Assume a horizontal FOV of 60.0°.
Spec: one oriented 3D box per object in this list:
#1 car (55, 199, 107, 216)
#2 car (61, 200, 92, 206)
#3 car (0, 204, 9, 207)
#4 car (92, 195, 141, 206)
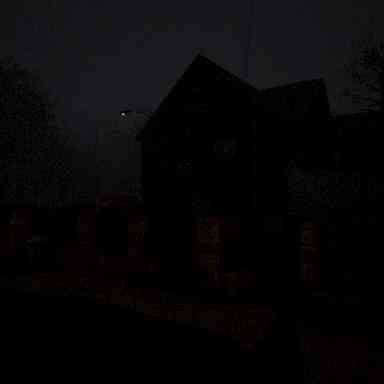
[{"bbox_3d":[-11.684,1.582,35.182,2.128,1.511,4.902,0,0,35],"label":"car"},{"bbox_3d":[-10.486,1.641,31.257,1.994,1.385,4.181,0,0,35],"label":"car"},{"bbox_3d":[-15.563,1.648,24.069,1.895,1.301,4.718,0,0,35],"label":"car"},{"bbox_3d":[-6.242,1.304,31.277,2.150,2.045,5.566,0,0,35],"label":"car"}]
